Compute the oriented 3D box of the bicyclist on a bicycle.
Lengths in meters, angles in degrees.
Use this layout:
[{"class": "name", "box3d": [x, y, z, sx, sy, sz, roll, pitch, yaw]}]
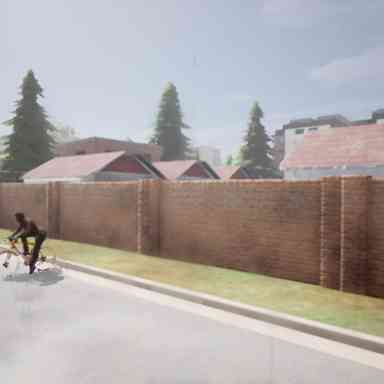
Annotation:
[{"class": "bicyclist on a bicycle", "box3d": [-4.302, 1.333, 8.602, 0.582, 1.620, 1.656, 1, 0, 38]}]
